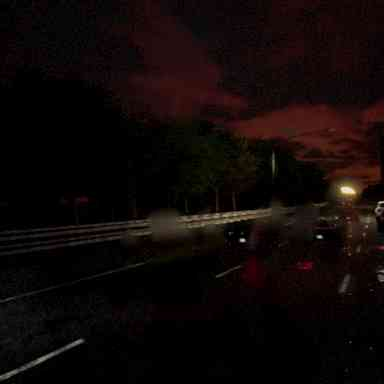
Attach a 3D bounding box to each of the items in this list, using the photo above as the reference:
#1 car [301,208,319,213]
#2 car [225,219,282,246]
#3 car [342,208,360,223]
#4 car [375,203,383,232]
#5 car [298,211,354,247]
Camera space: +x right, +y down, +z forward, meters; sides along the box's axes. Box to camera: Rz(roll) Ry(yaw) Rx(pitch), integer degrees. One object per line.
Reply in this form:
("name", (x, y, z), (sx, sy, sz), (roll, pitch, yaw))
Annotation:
("car", (12.246, 2.437, 34.242), (1.837, 1.490, 4.892), (-2, -2, 29))
("car", (3.624, 2.177, 18.638), (1.895, 1.301, 4.718), (-2, -2, 29))
("car", (16.186, 2.386, 34.152), (1.812, 1.442, 4.674), (-2, -2, 29))
("car", (14.727, 1.926, 24.256), (2.097, 1.767, 4.553), (-2, -2, 29))
("car", (7.287, 1.987, 18.034), (2.128, 1.511, 4.902), (-2, -2, 29))
